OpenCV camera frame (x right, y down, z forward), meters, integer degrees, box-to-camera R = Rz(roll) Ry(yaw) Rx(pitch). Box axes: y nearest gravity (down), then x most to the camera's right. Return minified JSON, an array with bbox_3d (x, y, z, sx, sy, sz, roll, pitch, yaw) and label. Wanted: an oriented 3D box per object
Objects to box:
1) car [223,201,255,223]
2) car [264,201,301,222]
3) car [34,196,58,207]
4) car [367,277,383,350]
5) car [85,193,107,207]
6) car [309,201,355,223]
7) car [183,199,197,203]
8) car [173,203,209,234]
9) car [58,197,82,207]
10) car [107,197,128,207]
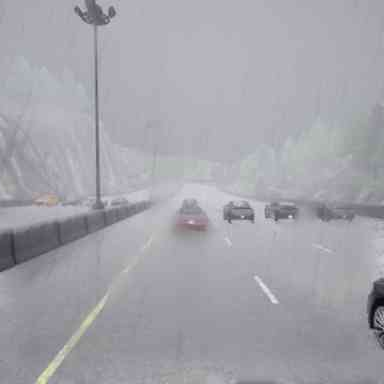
[{"bbox_3d":[3.398,1.445,24.768,2.128,1.511,4.902,0,0,0],"label":"car"},{"bbox_3d":[6.890,1.457,25.750,1.837,1.490,4.892,0,0,0],"label":"car"},{"bbox_3d":[-21.421,1.386,49.134,1.882,1.535,5.008,0,0,0],"label":"car"},{"bbox_3d":[3.576,1.485,3.087,2.128,1.511,4.902,0,0,0],"label":"car"},{"bbox_3d":[-14.419,1.130,50.601,2.150,2.045,5.566,0,0,0],"label":"car"},{"bbox_3d":[10.396,1.445,25.106,2.128,1.511,4.902,0,0,0],"label":"car"},{"bbox_3d":[-0.198,1.480,36.463,2.033,1.411,5.357,0,0,0],"label":"car"},{"bbox_3d":[-0.055,1.528,19.128,1.994,1.385,4.181,0,0,-1],"label":"car"},{"bbox_3d":[-17.920,1.433,49.889,1.812,1.442,4.674,0,0,0],"label":"car"},{"bbox_3d":[-10.919,1.471,50.314,1.994,1.385,4.181,0,0,0],"label":"car"}]
